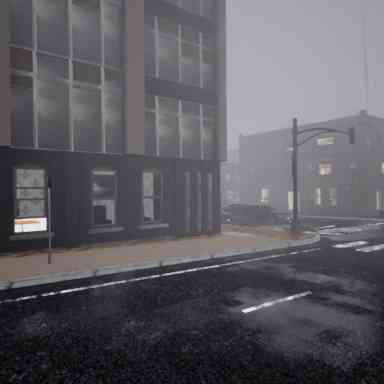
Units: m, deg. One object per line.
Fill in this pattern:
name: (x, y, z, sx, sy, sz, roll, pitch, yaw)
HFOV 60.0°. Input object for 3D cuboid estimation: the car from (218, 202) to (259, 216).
car: (5.246, 1.918, 38.098, 2.008, 1.369, 4.403, -2, 0, -37)

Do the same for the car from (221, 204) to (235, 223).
car: (1.619, 1.933, 28.506, 1.947, 1.339, 4.313, -2, 0, -37)

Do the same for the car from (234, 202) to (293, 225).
car: (5.964, 1.809, 27.252, 1.812, 1.442, 4.674, -1, 0, -37)
